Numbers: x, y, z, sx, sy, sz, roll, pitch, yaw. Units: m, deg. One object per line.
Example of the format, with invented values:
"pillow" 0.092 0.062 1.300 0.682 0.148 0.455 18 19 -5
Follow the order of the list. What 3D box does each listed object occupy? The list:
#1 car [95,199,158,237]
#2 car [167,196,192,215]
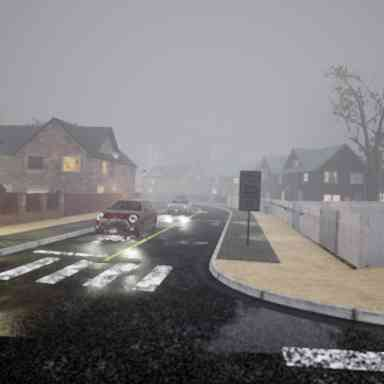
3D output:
"car" -3.185 1.159 17.023 2.097 1.767 4.553 2 0 8
"car" -1.181 1.383 31.921 1.895 1.301 4.718 2 0 6
